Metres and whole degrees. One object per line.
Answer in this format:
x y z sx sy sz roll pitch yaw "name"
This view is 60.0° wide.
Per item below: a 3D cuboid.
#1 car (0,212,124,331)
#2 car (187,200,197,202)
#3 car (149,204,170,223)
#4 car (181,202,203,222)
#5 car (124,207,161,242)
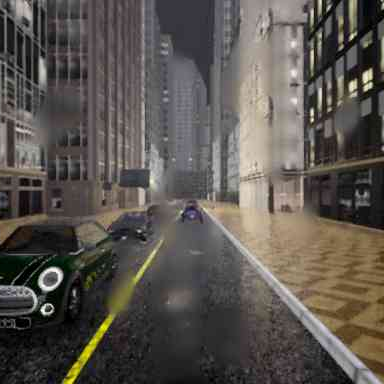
-3.094 1.436 7.310 2.097 1.767 4.553 0 -1 0 "car"
0.067 1.880 45.509 2.097 1.767 4.553 0 -1 0 "car"
-2.999 1.859 28.917 1.837 1.490 4.892 0 -1 0 "car"
0.015 1.865 29.660 1.812 1.442 4.674 0 -1 0 "car"
-3.092 1.752 17.946 2.033 1.411 5.357 0 -1 0 "car"
